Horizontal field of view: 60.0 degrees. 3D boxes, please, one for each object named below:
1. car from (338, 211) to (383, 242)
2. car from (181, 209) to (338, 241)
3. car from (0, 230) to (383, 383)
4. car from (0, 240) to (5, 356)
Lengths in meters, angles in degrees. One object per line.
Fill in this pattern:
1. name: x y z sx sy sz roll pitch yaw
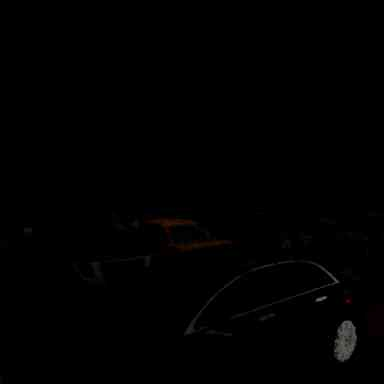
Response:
1. car: 4.172 1.521 12.382 2.163 1.488 4.792 0 0 -35
2. car: 1.904 1.375 10.763 2.185 1.767 4.553 0 0 -35
3. car: 0.328 1.521 4.219 4.892 1.490 1.837 0 0 -35
4. car: -4.927 1.477 5.940 2.231 1.521 4.892 1 0 -35
